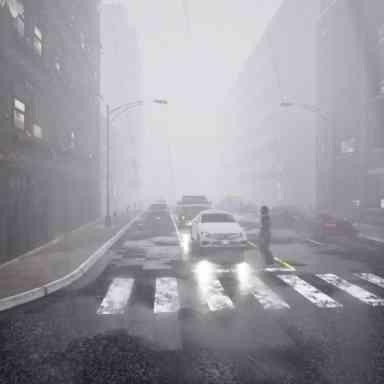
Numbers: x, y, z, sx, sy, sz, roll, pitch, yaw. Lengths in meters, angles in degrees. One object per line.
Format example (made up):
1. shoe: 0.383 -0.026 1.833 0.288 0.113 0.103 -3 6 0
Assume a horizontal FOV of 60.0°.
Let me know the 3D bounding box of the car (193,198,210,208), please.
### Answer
1. car: 1.343 1.598 47.923 1.895 1.301 4.718 0 0 -5

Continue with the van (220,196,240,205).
1. van: 4.717 1.337 38.641 1.690 1.788 3.998 0 0 -5

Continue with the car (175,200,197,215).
1. car: -0.690 1.559 34.095 1.994 1.385 4.181 0 0 -5

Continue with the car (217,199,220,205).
1. car: 4.253 1.563 44.145 1.947 1.339 4.313 0 0 -5

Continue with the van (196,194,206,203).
1. van: 1.926 1.346 71.664 1.690 1.788 3.998 -1 0 -5

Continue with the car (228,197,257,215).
1. car: 5.183 1.540 33.137 1.887 1.381 4.507 0 0 -5

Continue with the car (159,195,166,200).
1. car: -8.284 1.560 92.986 1.887 1.381 4.507 0 0 -5

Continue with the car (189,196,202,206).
1. car: 0.509 1.504 57.707 1.837 1.490 4.892 0 0 -5

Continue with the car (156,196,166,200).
1. car: -4.099 1.540 43.452 1.887 1.381 4.507 0 0 -5

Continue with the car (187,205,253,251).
1. car: 0.984 1.522 14.238 1.812 1.442 4.674 0 0 -5

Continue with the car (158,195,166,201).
1. car: -7.819 1.578 87.482 1.947 1.339 4.313 0 0 -5

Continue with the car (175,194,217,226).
1. car: 0.137 1.216 24.091 2.150 2.045 5.566 0 0 -5

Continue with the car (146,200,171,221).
1. car: -2.704 1.560 26.940 1.947 1.339 4.313 0 0 -5

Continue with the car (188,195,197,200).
1. car: 0.068 1.568 93.679 2.008 1.369 4.403 -1 0 -5

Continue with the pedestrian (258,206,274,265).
1. pedestrian: 2.255 1.291 10.158 0.375 1.860 0.375 0 1 -5

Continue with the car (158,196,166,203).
1. car: -6.410 1.529 70.802 1.752 1.417 4.829 0 0 -5

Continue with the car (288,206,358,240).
1. car: 6.579 1.578 16.626 1.802 1.307 4.206 0 0 -5

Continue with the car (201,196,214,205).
1. car: 2.843 1.526 60.825 1.752 1.417 4.829 0 0 -5

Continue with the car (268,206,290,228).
1. car: 6.114 1.562 22.130 1.947 1.339 4.313 0 0 -5
